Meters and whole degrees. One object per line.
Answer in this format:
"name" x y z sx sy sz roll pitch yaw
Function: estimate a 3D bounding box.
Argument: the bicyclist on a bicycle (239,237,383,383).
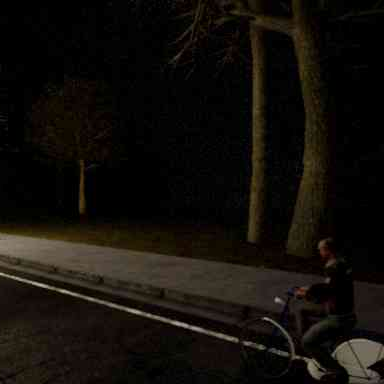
"bicyclist on a bicycle" 1.333 1.377 3.706 1.843 1.776 0.659 0 0 36
